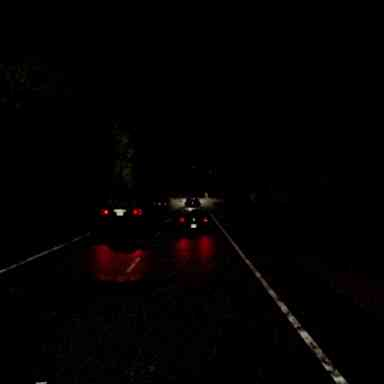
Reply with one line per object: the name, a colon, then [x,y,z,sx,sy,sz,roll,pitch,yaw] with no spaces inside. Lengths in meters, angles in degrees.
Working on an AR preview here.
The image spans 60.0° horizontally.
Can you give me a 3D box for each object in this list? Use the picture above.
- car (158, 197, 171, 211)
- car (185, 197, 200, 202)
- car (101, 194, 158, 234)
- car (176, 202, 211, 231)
car: [-3.418,1.321,37.807,2.033,1.411,5.357,0,0,0]
car: [0.082,1.310,42.183,1.994,1.385,4.181,0,0,0]
car: [-3.408,1.114,18.433,2.150,2.045,5.566,0,0,0]
car: [0.091,1.485,19.744,1.895,1.301,4.718,0,0,0]
